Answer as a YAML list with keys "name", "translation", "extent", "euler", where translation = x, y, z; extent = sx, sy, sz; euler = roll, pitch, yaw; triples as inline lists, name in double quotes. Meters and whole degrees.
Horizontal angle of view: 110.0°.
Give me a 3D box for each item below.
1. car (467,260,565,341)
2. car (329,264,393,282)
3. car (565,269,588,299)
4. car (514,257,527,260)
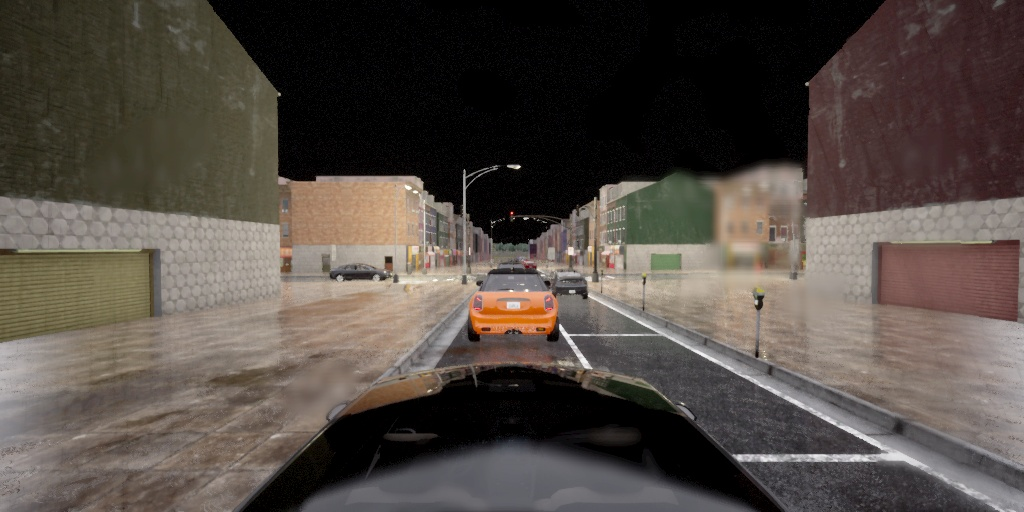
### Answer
- name: "car"
  translation: [0.042, 1.100, 9.999]
  extent: [2.097, 1.767, 4.553]
  euler: [0, 0, 0]
- name: "car"
  translation: [-12.316, 1.365, 29.455]
  extent: [4.892, 1.490, 1.837]
  euler: [0, 1, -2]
- name: "car"
  translation: [2.593, 1.297, 17.570]
  extent: [2.007, 1.370, 4.403]
  euler: [0, 0, 0]
- name: "car"
  translation: [-0.051, 1.099, 19.890]
  extent: [2.097, 1.767, 4.553]
  euler: [0, 0, 0]
